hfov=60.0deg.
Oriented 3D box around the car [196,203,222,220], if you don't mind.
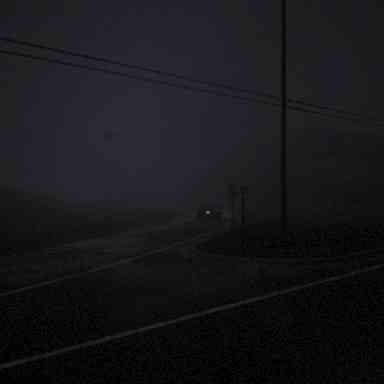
[{"bbox_3d":[1.499,1.568,28.023,1.994,1.385,4.181,0,0,7],"label":"car"}]
